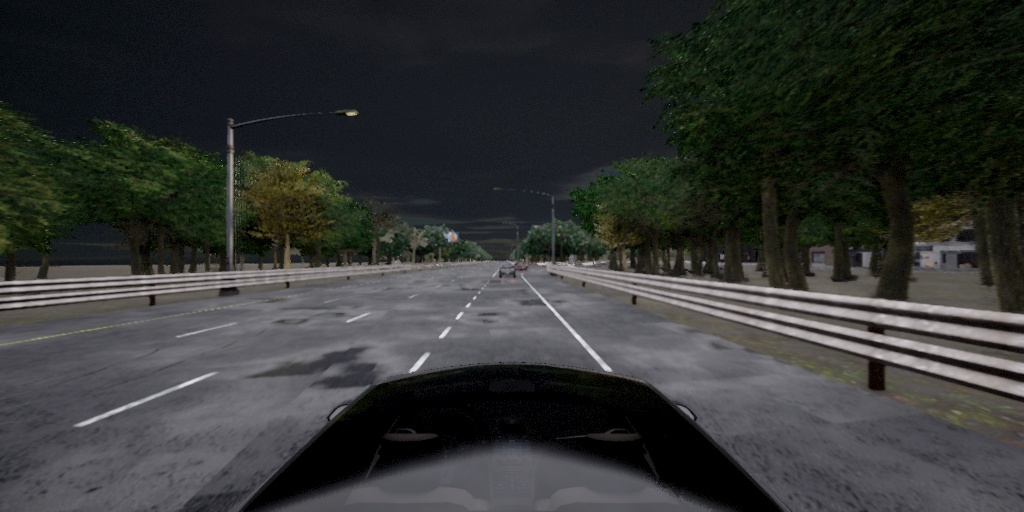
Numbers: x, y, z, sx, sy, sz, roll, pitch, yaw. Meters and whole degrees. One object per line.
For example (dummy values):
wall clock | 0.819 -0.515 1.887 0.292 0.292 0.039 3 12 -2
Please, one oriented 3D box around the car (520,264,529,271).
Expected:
car | 1.744 2.016 62.261 1.895 1.301 4.718 0 -1 13

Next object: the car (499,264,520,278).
car | -0.487 1.688 41.474 2.128 1.511 4.902 0 -1 0
